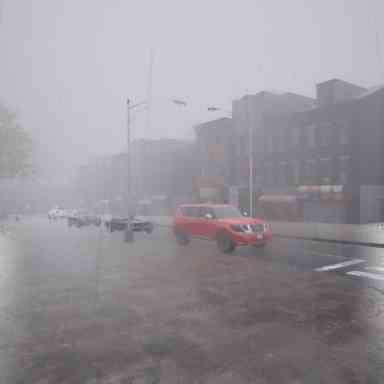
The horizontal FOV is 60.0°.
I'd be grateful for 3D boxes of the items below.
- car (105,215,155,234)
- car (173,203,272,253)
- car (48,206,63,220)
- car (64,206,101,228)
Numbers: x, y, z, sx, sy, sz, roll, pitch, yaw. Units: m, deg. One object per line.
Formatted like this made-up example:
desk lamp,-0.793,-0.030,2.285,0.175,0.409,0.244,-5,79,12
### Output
car,-4.532,2.290,23.854,1.895,1.301,4.718,0,-2,-36
car,1.182,1.565,15.849,2.150,2.045,5.566,0,-2,-35
car,-20.634,3.198,51.508,2.150,2.045,5.566,0,-2,-35
car,-10.464,2.440,32.182,2.097,1.767,4.553,0,-2,-35
